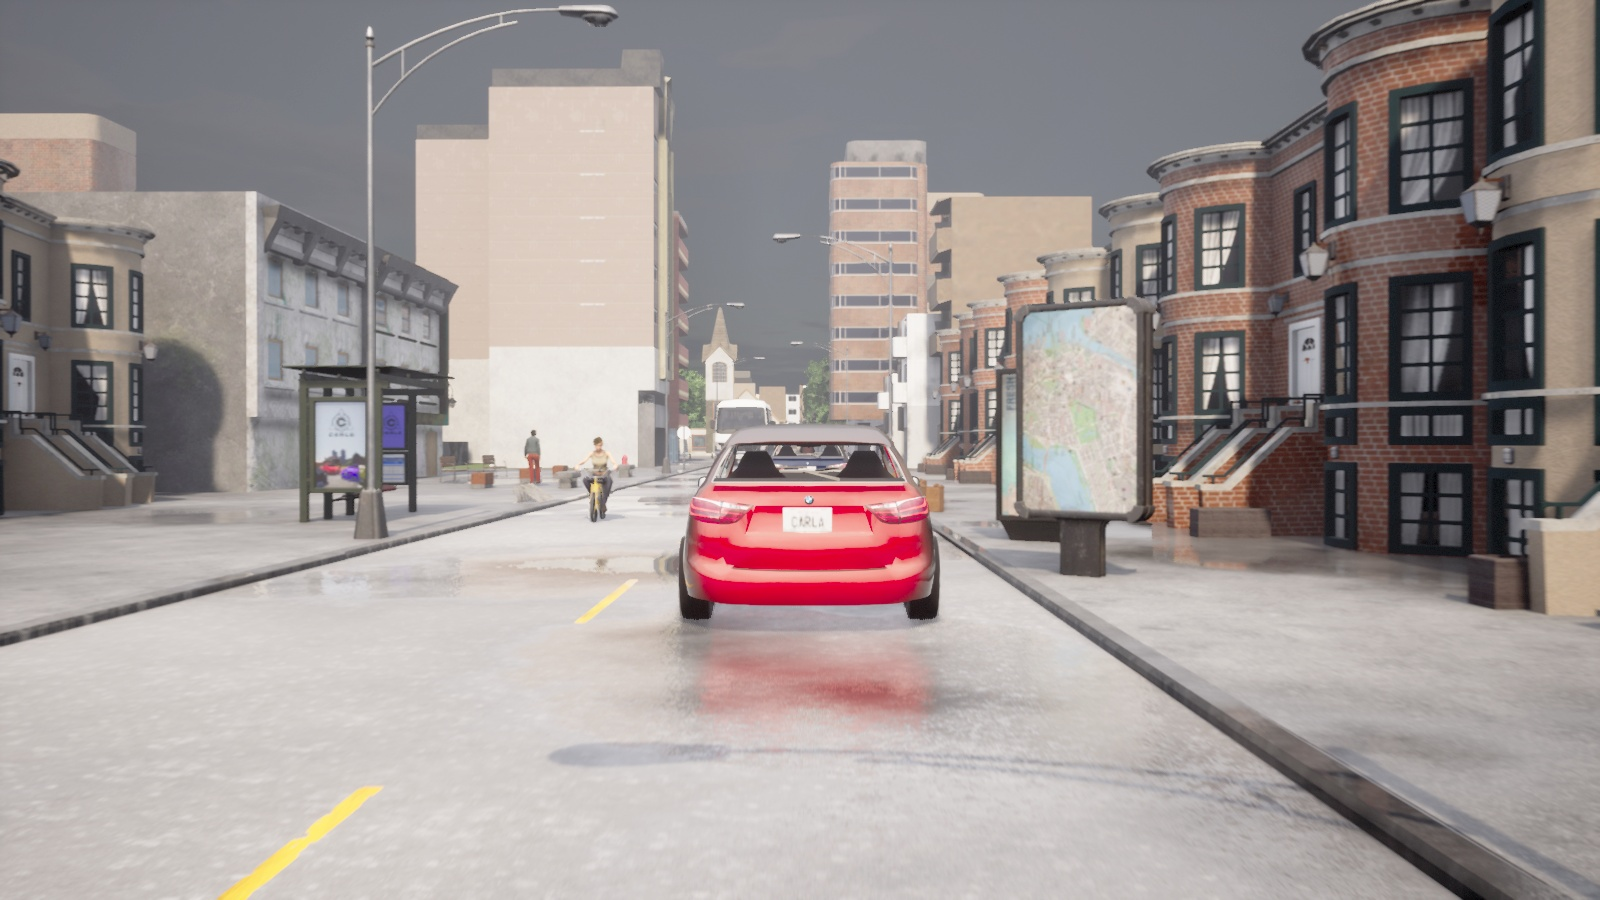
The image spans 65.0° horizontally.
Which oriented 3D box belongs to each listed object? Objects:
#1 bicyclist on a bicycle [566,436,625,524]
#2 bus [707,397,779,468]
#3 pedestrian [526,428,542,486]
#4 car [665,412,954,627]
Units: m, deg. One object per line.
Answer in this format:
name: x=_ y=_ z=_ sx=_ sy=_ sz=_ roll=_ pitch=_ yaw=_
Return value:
bicyclist on a bicycle: x=-3.843 y=0.546 z=23.728 sx=0.866 sy=1.612 sz=1.509 roll=0 pitch=0 yaw=1
bus: x=-3.526 y=-1.087 z=80.540 sx=3.944 sy=4.253 sz=10.273 roll=0 pitch=0 yaw=1
pedestrian: x=-8.532 y=0.222 z=40.275 sx=0.353 sy=1.847 sz=0.614 roll=0 pitch=0 yaw=3
car: x=0.085 y=0.523 z=12.050 sx=2.242 sy=1.667 sz=4.611 roll=0 pitch=0 yaw=0
